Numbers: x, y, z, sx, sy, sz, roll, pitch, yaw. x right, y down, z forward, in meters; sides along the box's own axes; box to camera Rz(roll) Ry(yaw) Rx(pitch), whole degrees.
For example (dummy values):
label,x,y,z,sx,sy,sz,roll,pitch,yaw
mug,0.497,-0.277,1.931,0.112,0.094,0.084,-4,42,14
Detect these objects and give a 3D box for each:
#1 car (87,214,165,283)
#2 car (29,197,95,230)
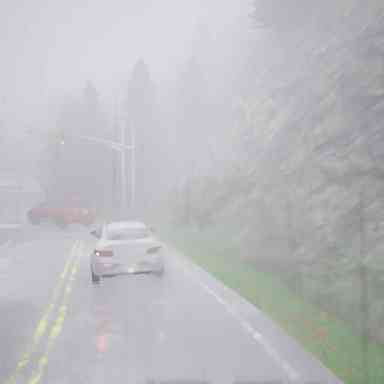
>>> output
label,x,y,z,sx,sy,sz,roll,pitch,yaw
car,-1.978,1.551,9.821,1.812,1.442,4.674,-1,0,-15
car,-9.082,1.350,23.129,5.566,2.045,2.150,2,1,37
